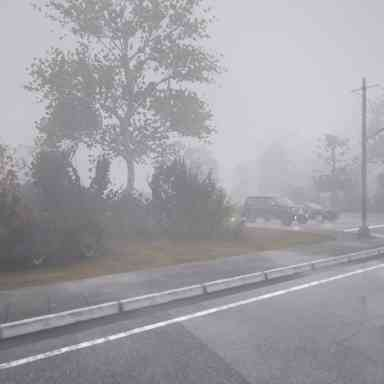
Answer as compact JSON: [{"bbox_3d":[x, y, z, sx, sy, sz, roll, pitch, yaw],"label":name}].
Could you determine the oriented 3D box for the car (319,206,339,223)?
[{"bbox_3d":[9.270,1.566,26.866,1.882,1.535,5.008,0,-1,-39],"label":"car"}]

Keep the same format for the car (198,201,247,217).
[{"bbox_3d":[3.083,1.705,34.178,1.882,1.535,5.008,0,-1,-43],"label":"car"}]

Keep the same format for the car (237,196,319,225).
[{"bbox_3d":[6.235,1.316,25.123,2.150,2.045,5.566,0,-1,-37],"label":"car"}]
